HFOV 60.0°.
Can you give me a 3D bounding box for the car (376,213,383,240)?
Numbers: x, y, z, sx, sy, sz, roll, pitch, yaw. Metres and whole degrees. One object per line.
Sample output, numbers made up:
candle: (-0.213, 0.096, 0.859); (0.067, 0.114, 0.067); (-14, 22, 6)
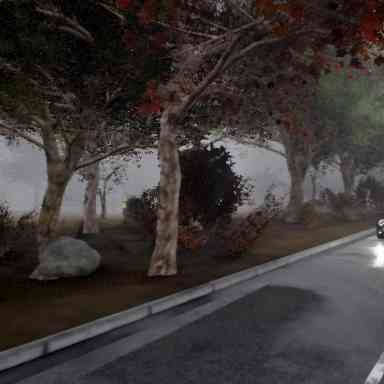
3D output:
car: (10.912, 1.461, 16.805); (2.097, 1.767, 4.553); (-1, -1, 41)
